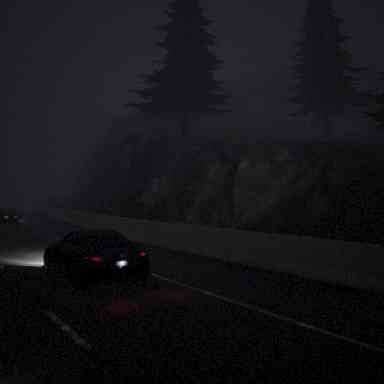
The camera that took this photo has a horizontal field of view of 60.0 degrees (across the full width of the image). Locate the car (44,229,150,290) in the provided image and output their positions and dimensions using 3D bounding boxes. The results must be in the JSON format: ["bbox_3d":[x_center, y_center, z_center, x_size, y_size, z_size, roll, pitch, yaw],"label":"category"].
[{"bbox_3d":[-2.991,1.800,10.001,1.994,1.385,4.181,2,-2,-37],"label":"car"}]

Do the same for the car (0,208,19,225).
[{"bbox_3d":[-16.177,2.094,28.968,2.033,1.411,5.357,2,-2,-30],"label":"car"}]
